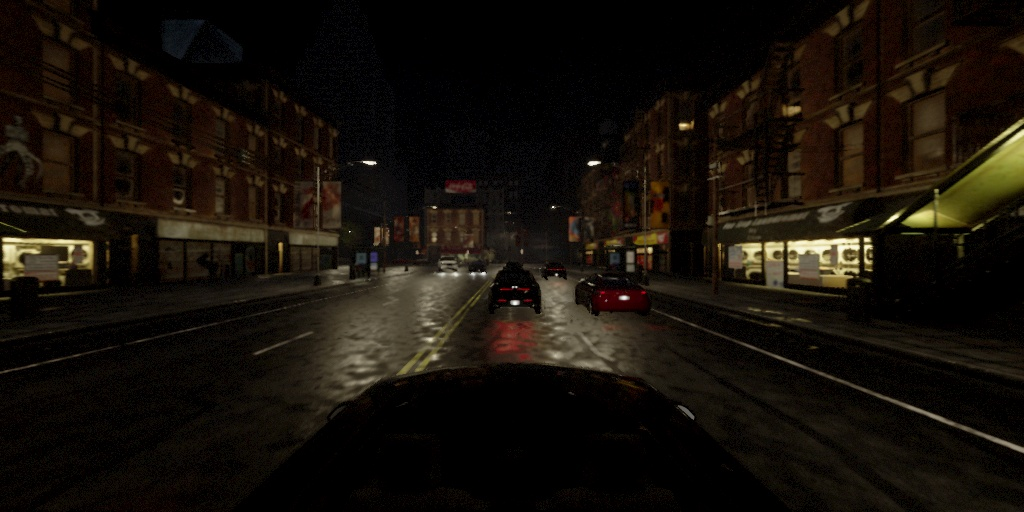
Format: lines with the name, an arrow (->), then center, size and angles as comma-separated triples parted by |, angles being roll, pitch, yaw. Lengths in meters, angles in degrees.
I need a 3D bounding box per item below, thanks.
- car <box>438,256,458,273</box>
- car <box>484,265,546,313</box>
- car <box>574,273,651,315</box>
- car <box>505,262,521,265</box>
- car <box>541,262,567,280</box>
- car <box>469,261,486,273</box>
car -> -8.074, 0.980, 45.195 | 2.150, 2.045, 5.566 | 0, 0, -15
car -> 0.101, 1.257, 14.004 | 1.837, 1.490, 4.892 | 0, 0, 0
car -> 3.601, 1.316, 13.520 | 1.994, 1.385, 4.181 | 0, 0, 0
car -> 0.102, 1.259, 31.407 | 1.837, 1.490, 4.892 | 0, 0, 0
car -> 3.602, 1.259, 31.352 | 1.837, 1.490, 4.892 | 0, 0, 0
car -> -4.254, 1.304, 43.963 | 2.033, 1.411, 5.357 | 0, 0, -10
